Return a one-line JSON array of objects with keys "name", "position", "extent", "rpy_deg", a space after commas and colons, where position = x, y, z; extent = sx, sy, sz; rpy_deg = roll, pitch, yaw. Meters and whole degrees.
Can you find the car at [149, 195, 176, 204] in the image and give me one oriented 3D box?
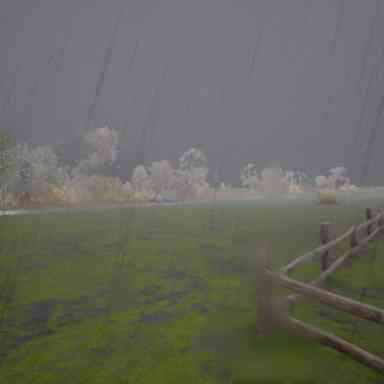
[{"name": "car", "position": [-4.914, 1.206, 56.782], "extent": [2.033, 1.411, 5.357], "rpy_deg": [0, 1, 37]}]
